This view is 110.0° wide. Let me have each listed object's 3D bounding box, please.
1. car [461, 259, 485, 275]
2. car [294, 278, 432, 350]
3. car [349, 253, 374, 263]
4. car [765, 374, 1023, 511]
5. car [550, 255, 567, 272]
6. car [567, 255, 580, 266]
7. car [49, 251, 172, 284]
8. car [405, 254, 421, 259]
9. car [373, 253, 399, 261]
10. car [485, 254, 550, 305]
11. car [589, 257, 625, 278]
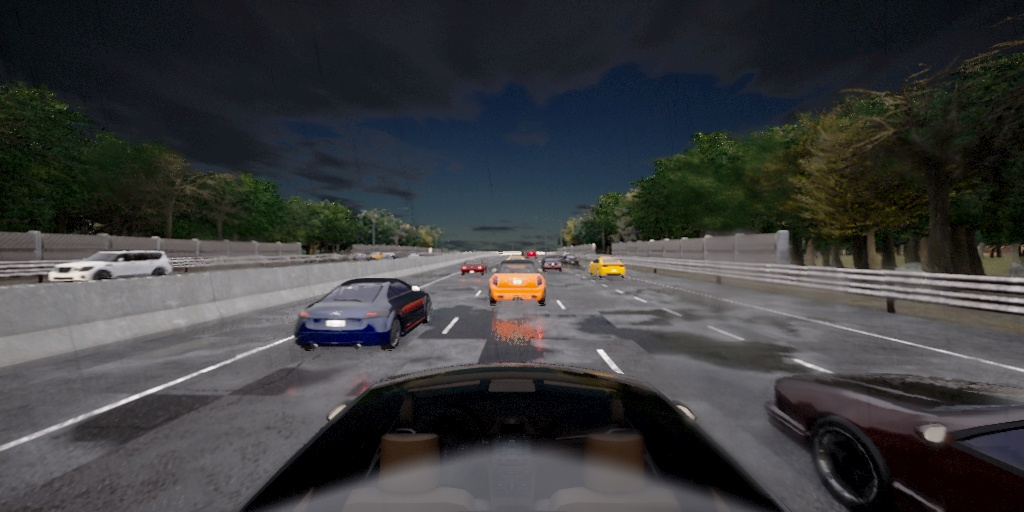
[{"bbox_3d":[-3.141,0.928,30.708,1.895,1.301,4.718,0,1,1],"label":"car"},{"bbox_3d":[-3.339,1.230,8.838,1.994,1.385,4.181,0,1,1],"label":"car"},{"bbox_3d":[-20.650,0.516,49.888,2.033,1.411,5.357,0,1,1],"label":"car"},{"bbox_3d":[3.494,1.305,1.171,2.033,1.411,5.357,0,1,1],"label":"car"},{"bbox_3d":[3.804,0.794,35.620,2.033,1.411,5.357,0,1,1],"label":"car"},{"bbox_3d":[7.501,0.570,46.479,1.812,1.442,4.674,0,1,0],"label":"car"},{"bbox_3d":[-24.417,0.682,22.244,2.150,2.045,5.566,0,1,1],"label":"car"},{"bbox_3d":[-13.652,0.497,49.864,1.812,1.442,4.674,0,1,1],"label":"car"},{"bbox_3d":[-17.150,0.534,49.900,1.994,1.385,4.181,0,1,1],"label":"car"},{"bbox_3d":[0.217,0.932,14.975,2.097,1.767,4.553,0,1,0],"label":"car"},{"bbox_3d":[7.334,0.851,28.102,1.882,1.535,5.008,0,1,1],"label":"car"}]
